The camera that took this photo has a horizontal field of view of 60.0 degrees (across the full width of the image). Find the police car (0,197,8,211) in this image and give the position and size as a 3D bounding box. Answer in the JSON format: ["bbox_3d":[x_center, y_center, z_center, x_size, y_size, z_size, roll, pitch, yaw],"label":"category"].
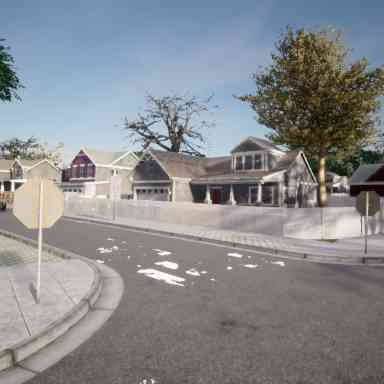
[{"bbox_3d":[-19.583,0.981,32.091,4.974,1.542,2.038,1,-1,44],"label":"police car"}]
